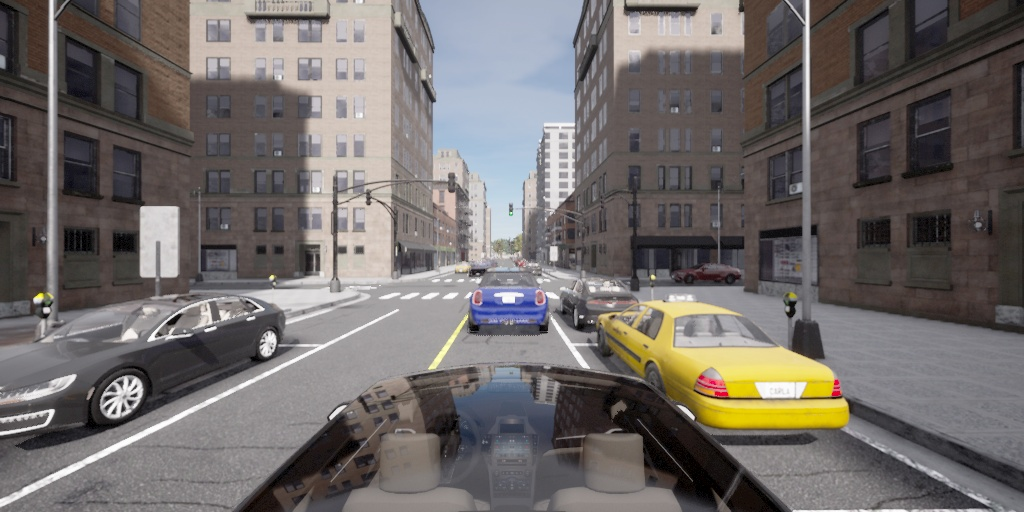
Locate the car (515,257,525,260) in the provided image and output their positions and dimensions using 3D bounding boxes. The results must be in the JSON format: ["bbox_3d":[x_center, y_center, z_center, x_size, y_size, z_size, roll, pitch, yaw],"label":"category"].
[{"bbox_3d":[1.949,1.302,60.659,1.967,1.591,4.097,0,0,-1],"label":"car"}]

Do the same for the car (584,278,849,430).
[{"bbox_3d":[2.605,1.283,5.824,1.751,1.417,4.829,0,0,-1],"label":"car"}]

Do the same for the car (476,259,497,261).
[{"bbox_3d":[-3.362,1.385,46.198,2.033,1.411,5.357,0,0,0],"label":"car"}]

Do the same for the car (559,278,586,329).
[{"bbox_3d":[2.538,1.319,11.060,2.007,1.370,4.403,0,0,-1],"label":"car"}]

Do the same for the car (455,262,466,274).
[{"bbox_3d":[-5.872,1.358,43.349,1.751,1.417,4.829,0,0,-1],"label":"car"}]

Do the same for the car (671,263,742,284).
[{"bbox_3d":[13.940,1.235,25.834,4.674,1.442,1.812,0,0,1],"label":"car"}]

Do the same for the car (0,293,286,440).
[{"bbox_3d":[-5.427,1.308,5.558,2.007,1.370,4.403,0,0,-1],"label":"car"}]

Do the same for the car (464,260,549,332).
[{"bbox_3d":[-0.086,1.120,11.100,2.097,1.767,4.553,0,0,0],"label":"car"}]

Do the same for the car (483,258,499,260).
[{"bbox_3d":[-3.474,1.419,56.204,1.994,1.385,4.181,0,0,-1],"label":"car"}]
